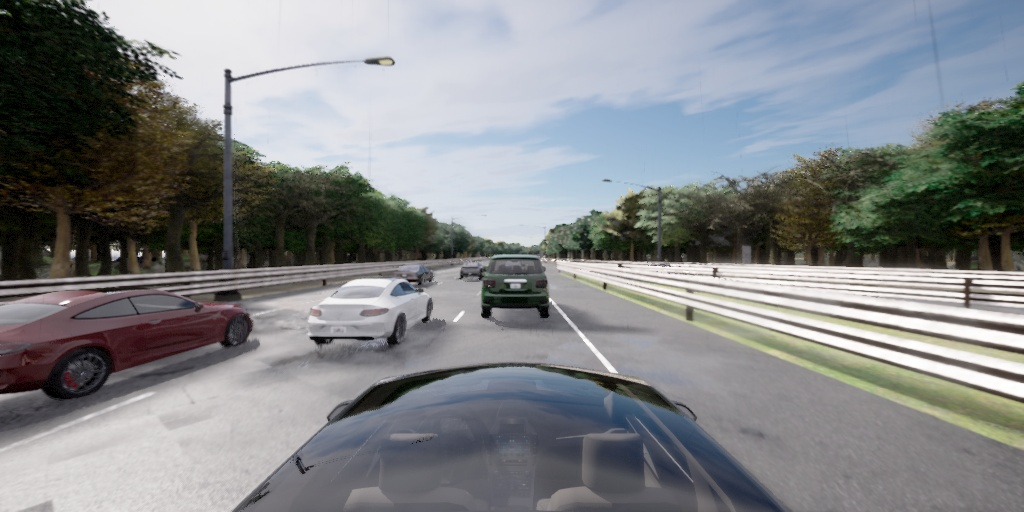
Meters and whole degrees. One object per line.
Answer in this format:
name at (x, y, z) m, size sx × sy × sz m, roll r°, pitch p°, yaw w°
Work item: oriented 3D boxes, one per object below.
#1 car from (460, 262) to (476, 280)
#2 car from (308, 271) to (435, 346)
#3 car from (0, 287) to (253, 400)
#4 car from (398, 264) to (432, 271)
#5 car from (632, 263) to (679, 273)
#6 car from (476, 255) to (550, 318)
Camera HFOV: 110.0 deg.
car at (-3.388, 1.248, 31.412) m, size 2.128 × 1.511 × 4.902 m, roll 0°, pitch 0°, yaw 0°
car at (-3.396, 1.277, 9.330) m, size 1.812 × 1.442 × 4.674 m, roll 0°, pitch 0°, yaw 0°
car at (-6.896, 1.277, 6.322) m, size 1.812 × 1.442 × 4.674 m, roll 0°, pitch 0°, yaw 0°
car at (-6.891, 1.302, 25.418) m, size 2.033 × 1.411 × 5.357 m, roll 0°, pitch 0°, yaw 0°
car at (13.841, 1.406, 34.822) m, size 2.033 × 1.411 × 5.357 m, roll 0°, pitch 0°, yaw -15°
car at (0.105, 0.973, 13.171) m, size 2.150 × 2.045 × 5.566 m, roll 0°, pitch 0°, yaw 0°
